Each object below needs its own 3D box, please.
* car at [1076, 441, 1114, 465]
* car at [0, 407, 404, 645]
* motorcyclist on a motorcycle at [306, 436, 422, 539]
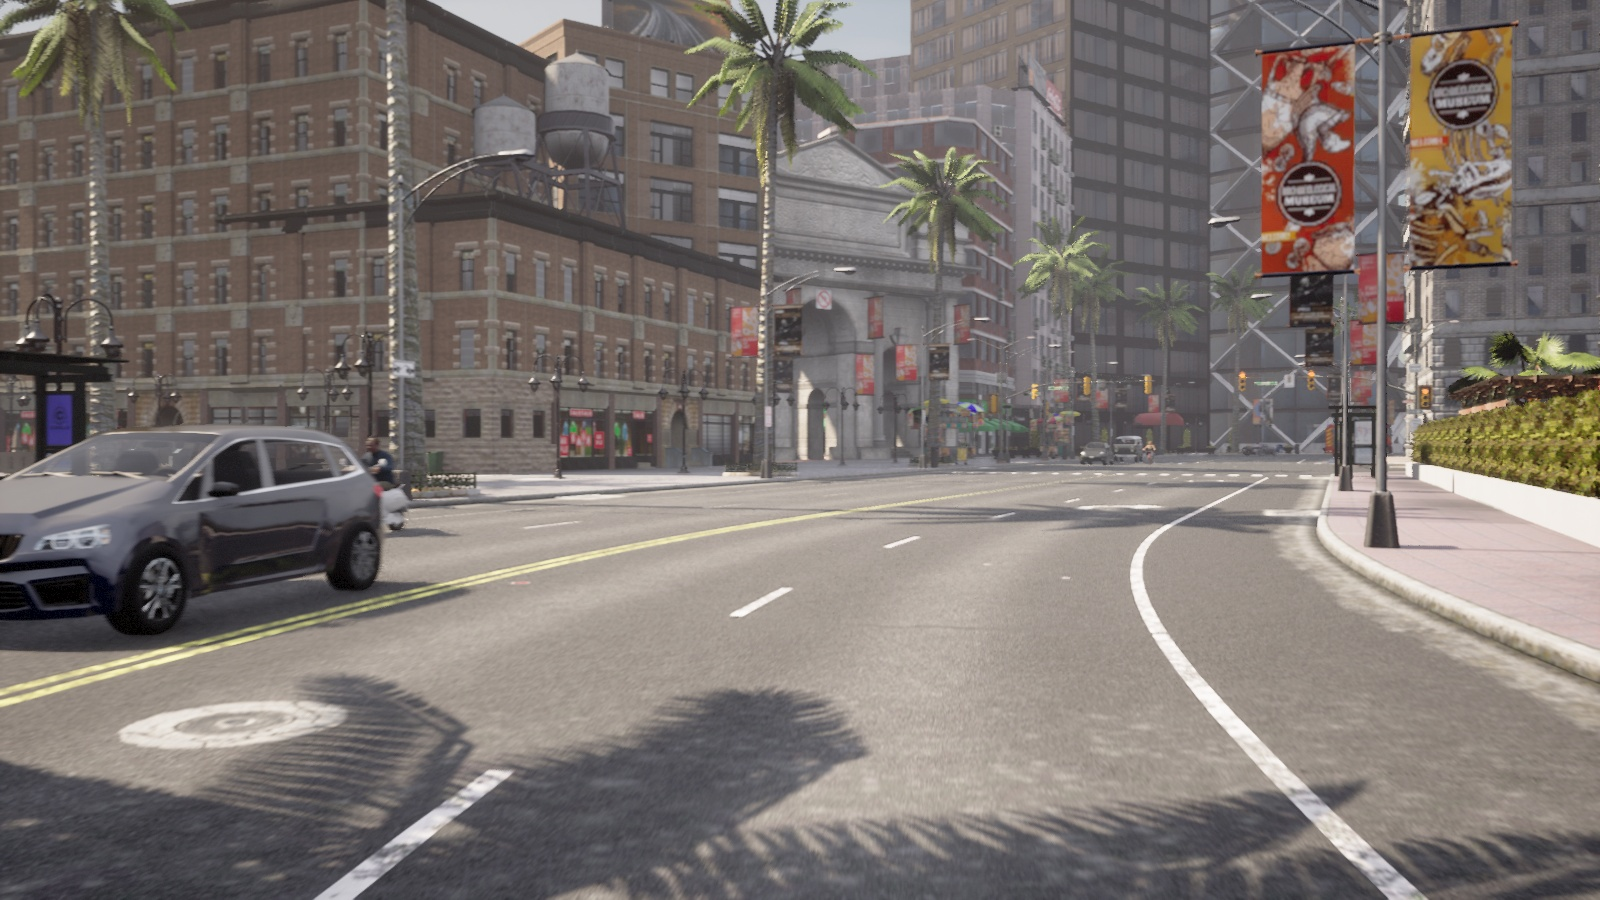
[{"bbox_3d":[19.974,0.194,84.852,1.851,1.617,3.988,0,0,23],"label":"car"},{"bbox_3d":[-5.754,0.519,11.274,2.242,1.667,4.611,0,0,11],"label":"car"},{"bbox_3d":[-7.067,0.574,20.451,0.866,1.590,1.817,0,0,18],"label":"motorcyclist on a motorcycle"}]
